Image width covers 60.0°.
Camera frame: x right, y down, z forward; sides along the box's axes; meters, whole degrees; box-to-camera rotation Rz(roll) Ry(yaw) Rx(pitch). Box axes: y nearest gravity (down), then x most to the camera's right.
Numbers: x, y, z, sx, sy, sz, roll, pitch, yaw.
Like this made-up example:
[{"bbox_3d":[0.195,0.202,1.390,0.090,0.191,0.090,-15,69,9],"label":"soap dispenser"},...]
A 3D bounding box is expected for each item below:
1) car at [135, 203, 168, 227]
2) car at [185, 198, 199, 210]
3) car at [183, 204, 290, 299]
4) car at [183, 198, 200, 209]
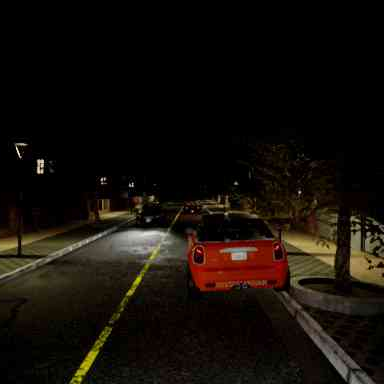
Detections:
[{"bbox_3d":[-2.759,1.528,23.455,2.128,1.511,4.902,0,0,0],"label":"car"},{"bbox_3d":[0.039,1.615,45.547,1.812,1.442,4.674,0,0,1],"label":"car"},{"bbox_3d":[0.918,1.312,8.631,2.097,1.767,4.553,-3,-1,0],"label":"car"},{"bbox_3d":[0.060,1.663,35.845,1.895,1.301,4.718,0,0,0],"label":"car"}]
